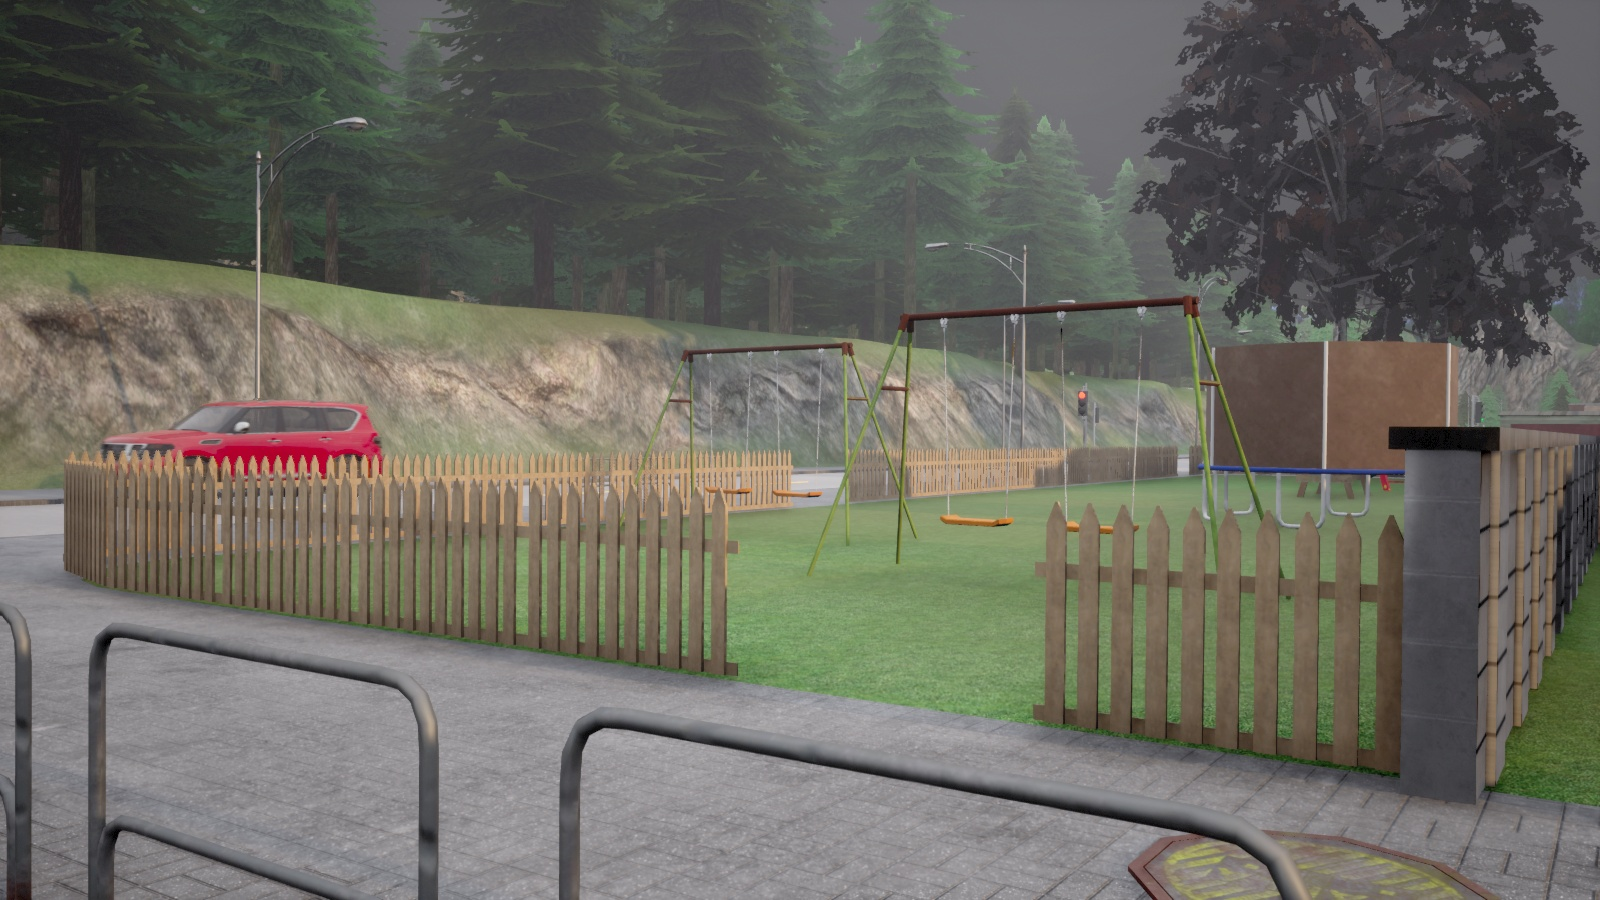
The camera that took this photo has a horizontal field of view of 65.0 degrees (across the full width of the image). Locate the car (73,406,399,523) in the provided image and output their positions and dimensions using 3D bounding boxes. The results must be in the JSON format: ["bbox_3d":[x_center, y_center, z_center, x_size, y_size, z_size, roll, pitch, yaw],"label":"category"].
[{"bbox_3d":[-10.926,0.210,24.823,2.150,2.045,5.566,0,1,34],"label":"car"}]
